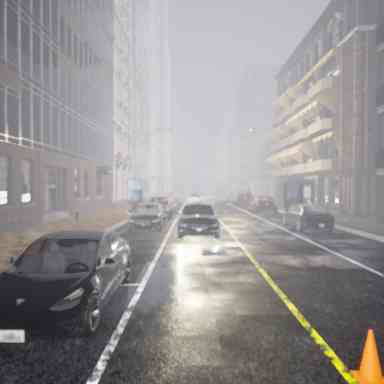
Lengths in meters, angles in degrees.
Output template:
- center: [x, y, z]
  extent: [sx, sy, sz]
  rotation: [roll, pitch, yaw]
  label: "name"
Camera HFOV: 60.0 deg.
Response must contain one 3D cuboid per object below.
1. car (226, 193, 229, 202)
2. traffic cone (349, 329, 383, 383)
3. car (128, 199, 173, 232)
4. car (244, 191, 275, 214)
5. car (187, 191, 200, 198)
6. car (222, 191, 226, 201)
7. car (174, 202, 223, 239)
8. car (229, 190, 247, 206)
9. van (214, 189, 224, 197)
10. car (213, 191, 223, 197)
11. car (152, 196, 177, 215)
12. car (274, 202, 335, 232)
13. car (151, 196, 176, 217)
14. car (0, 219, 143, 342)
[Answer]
- center: [6.155, 0.906, 45.994]
  extent: [1.802, 1.307, 4.206]
  rotation: [0, 1, 0]
  label: "car"
- center: [2.085, 1.899, 3.888]
  extent: [0.340, 0.580, 0.340]
  rotation: [0, 1, 0]
  label: "traffic cone"
- center: [-2.294, 1.274, 17.773]
  extent: [2.008, 1.369, 4.403]
  rotation: [0, 1, 0]
  label: "car"
- center: [6.114, 1.015, 29.047]
  extent: [1.967, 1.590, 4.097]
  rotation: [0, 1, 0]
  label: "car"
- center: [0.519, 0.554, 68.137]
  extent: [1.994, 1.385, 4.181]
  rotation: [0, 1, 0]
  label: "car"
- center: [6.169, 0.822, 51.642]
  extent: [1.802, 1.307, 4.206]
  rotation: [0, 1, 0]
  label: "car"
- center: [0.294, 1.263, 15.882]
  extent: [1.837, 1.490, 4.892]
  rotation: [0, 1, 0]
  label: "car"
- center: [6.142, 0.723, 40.342]
  extent: [2.192, 1.841, 5.009]
  rotation: [0, 1, 0]
  label: "car"
- center: [6.225, 0.258, 74.229]
  extent: [1.690, 1.788, 3.998]
  rotation: [0, 1, 0]
  label: "van"
- center: [6.239, 0.403, 79.881]
  extent: [1.947, 1.339, 4.313]
  rotation: [0, 1, 0]
  label: "car"
- center: [-2.267, 1.083, 28.899]
  extent: [1.752, 1.417, 4.829]
  rotation: [0, 1, 0]
  label: "car"
- center: [6.086, 1.293, 17.754]
  extent: [2.008, 1.369, 4.403]
  rotation: [0, 1, 0]
  label: "car"
- center: [-2.281, 1.079, 23.421]
  extent: [1.967, 1.590, 4.097]
  rotation: [0, 1, 0]
  label: "car"
- center: [-2.323, 1.460, 6.478]
  extent: [1.947, 1.339, 4.313]
  rotation: [0, 1, 0]
  label: "car"
